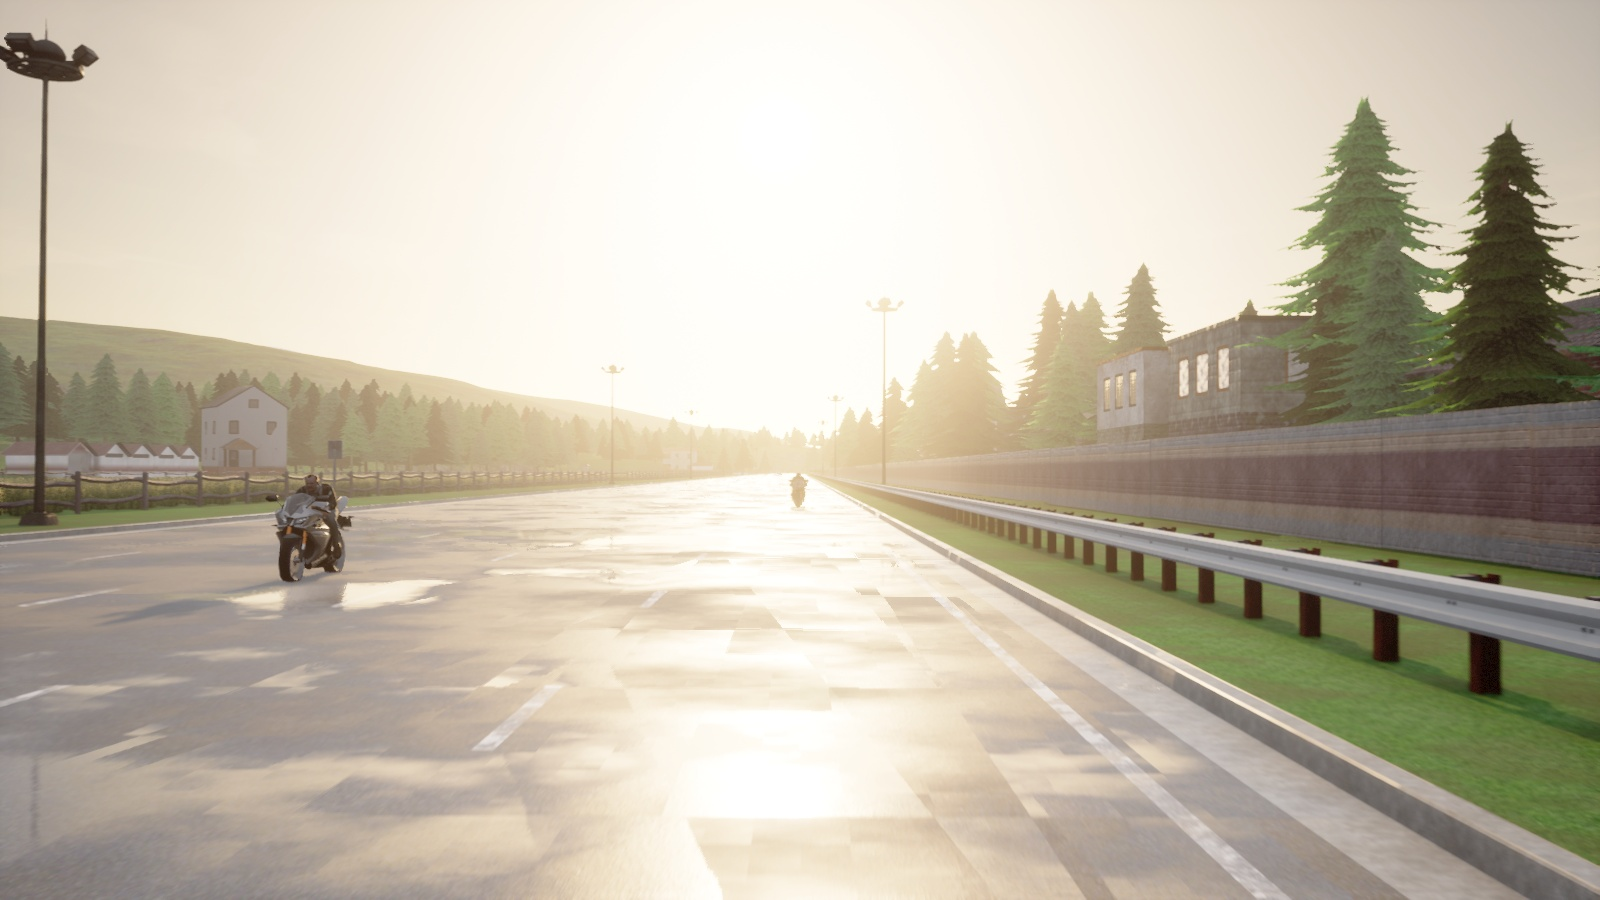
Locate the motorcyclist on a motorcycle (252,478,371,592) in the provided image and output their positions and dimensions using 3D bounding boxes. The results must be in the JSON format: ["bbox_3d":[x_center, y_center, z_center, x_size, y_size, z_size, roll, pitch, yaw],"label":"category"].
[{"bbox_3d":[-7.015,1.178,18.155,0.866,1.530,2.191,0,-1,0],"label":"motorcyclist on a motorcycle"}]

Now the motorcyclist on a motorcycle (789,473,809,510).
[{"bbox_3d":[-0.043,1.742,53.576,0.866,1.530,2.191,0,-1,0],"label":"motorcyclist on a motorcycle"}]
